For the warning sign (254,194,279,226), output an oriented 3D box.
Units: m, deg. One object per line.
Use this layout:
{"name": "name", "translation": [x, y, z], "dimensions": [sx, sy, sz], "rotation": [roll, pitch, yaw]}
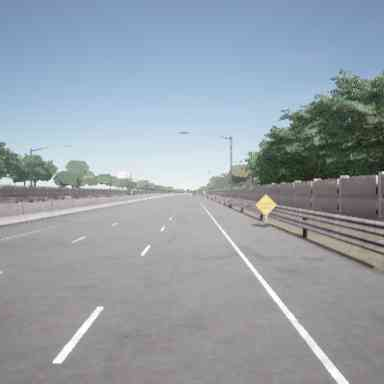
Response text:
{"name": "warning sign", "translation": [4.539, 1.089, 20.382], "dimensions": [1.300, 1.860, 1.060], "rotation": [-1, -1, 0]}
